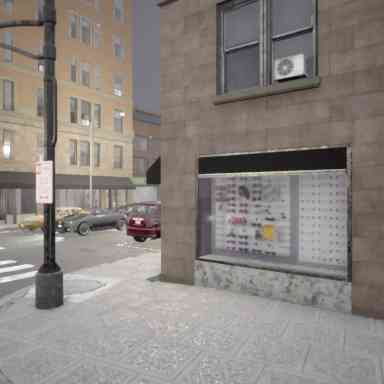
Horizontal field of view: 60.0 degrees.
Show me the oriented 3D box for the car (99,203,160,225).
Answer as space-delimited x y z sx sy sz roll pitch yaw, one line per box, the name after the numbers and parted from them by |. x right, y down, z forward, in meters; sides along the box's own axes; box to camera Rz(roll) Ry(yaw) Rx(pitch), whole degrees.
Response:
-4.584 1.549 24.936 1.947 1.339 4.313 0 0 35 | car

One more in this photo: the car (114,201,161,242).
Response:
-0.822 1.306 15.405 2.192 1.841 5.009 0 0 35 | car

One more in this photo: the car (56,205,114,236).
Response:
-5.607 1.557 18.629 1.994 1.385 4.181 0 0 35 | car

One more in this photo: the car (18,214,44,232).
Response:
-7.907 1.520 20.151 1.752 1.417 4.829 0 0 35 | car
